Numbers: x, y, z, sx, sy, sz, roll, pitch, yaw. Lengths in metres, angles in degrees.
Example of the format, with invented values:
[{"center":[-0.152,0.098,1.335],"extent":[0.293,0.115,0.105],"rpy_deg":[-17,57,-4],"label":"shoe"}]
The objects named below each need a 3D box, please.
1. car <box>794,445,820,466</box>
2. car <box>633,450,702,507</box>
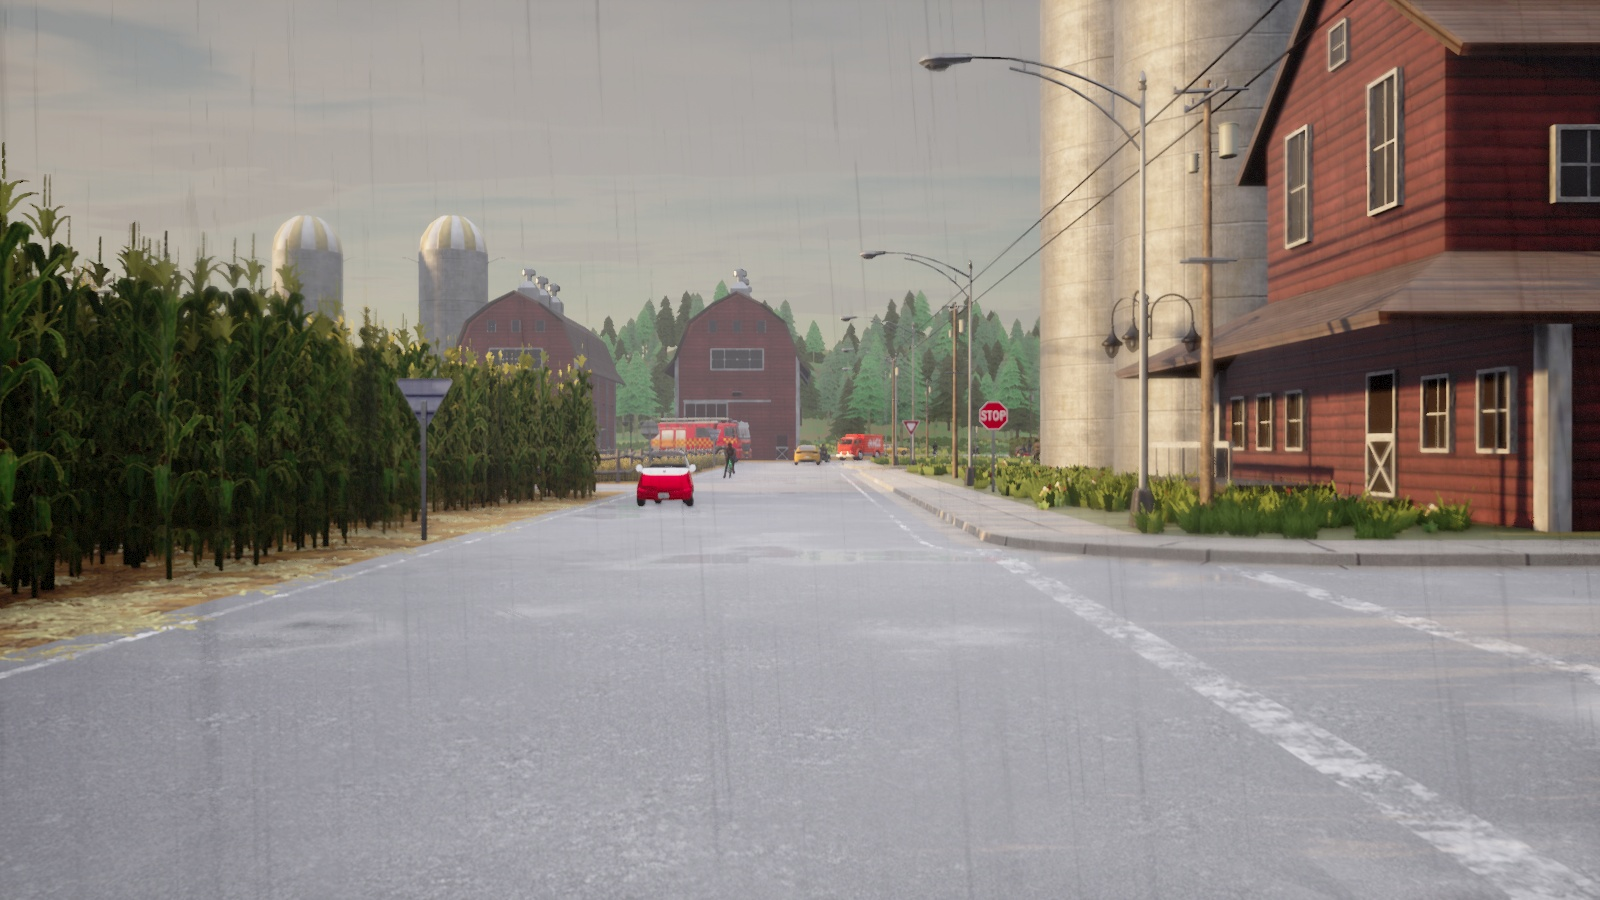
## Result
[{"center":[0.546,0.386,95.455],"extent":[1.882,1.535,5.008],"rpy_deg":[0,0,0],"label":"car"},{"center":[-3.304,0.687,31.534],"extent":[1.481,1.376,2.207],"rpy_deg":[0,0,0],"label":"car"}]
